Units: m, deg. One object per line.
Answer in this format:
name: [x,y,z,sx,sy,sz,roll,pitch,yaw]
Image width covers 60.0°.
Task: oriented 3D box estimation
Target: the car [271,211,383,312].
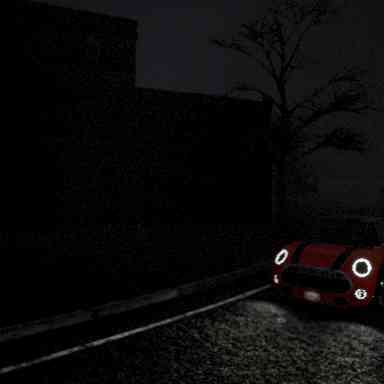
car: [3.738,1.386,8.011,2.097,1.767,4.553,0,0,41]
